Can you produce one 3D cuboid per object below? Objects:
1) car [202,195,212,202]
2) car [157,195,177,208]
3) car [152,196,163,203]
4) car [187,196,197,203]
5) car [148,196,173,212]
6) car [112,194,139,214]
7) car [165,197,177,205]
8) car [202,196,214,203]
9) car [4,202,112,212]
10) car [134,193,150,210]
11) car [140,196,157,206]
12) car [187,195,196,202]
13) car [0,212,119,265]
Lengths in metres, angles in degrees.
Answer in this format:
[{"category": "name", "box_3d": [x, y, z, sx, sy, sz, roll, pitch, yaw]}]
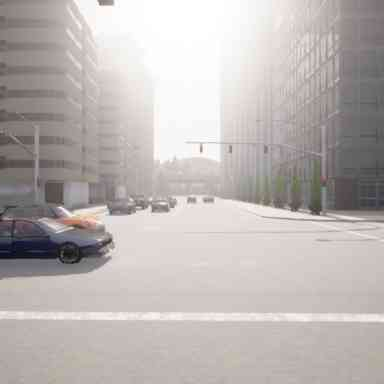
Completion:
[{"category": "car", "box_3d": [3.445, 1.515, 76.167, 1.994, 1.385, 4.181, 0, 0, 0]}, {"category": "car", "box_3d": [-3.631, 1.344, 48.144, 2.097, 1.767, 4.553, 0, 0, 0]}, {"category": "car", "box_3d": [-7.053, 1.494, 68.642, 1.837, 1.490, 4.892, 0, 0, 0]}, {"category": "car", "box_3d": [-0.048, 1.466, 66.664, 1.882, 1.535, 5.008, 0, 0, 0]}, {"category": "car", "box_3d": [-3.628, 1.498, 38.940, 1.837, 1.490, 4.892, 0, 0, 0]}, {"category": "car", "box_3d": [-7.125, 1.346, 34.442, 2.097, 1.767, 4.553, 0, 0, 0]}, {"category": "car", "box_3d": [-3.621, 1.591, 57.913, 1.895, 1.301, 4.718, 0, 0, 0]}, {"category": "car", "box_3d": [3.452, 1.493, 67.500, 1.837, 1.490, 4.892, 0, 0, 0]}, {"category": "car", "box_3d": [-6.120, 1.329, 14.451, 4.553, 1.767, 2.097, 0, 0, 1]}, {"category": "car", "box_3d": [-7.129, 1.214, 44.031, 2.150, 2.045, 5.566, 0, 0, 0]}, {"category": "car", "box_3d": [-7.128, 1.482, 54.493, 2.128, 1.511, 4.902, 0, 0, 0]}, {"category": "car", "box_3d": [-0.055, 1.509, 75.991, 1.994, 1.385, 4.181, 0, 0, 0]}, {"category": "car", "box_3d": [-5.350, 1.530, 10.935, 5.357, 1.411, 2.033, 0, 0, 0]}]
